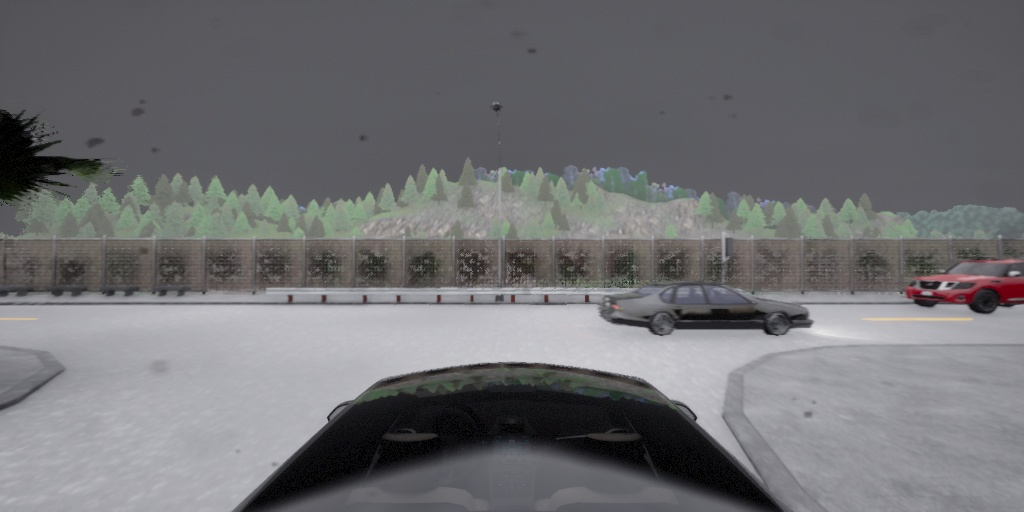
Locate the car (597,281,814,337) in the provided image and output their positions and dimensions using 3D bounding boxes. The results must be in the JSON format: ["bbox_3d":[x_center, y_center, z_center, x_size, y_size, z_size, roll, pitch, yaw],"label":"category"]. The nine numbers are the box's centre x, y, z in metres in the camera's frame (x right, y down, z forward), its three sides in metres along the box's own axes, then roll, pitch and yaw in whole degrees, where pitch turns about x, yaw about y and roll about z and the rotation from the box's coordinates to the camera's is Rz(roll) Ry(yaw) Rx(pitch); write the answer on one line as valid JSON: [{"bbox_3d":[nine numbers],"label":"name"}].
[{"bbox_3d":[5.214,1.421,10.146,5.357,1.411,2.033,0,-1,0],"label":"car"}]

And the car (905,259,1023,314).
[{"bbox_3d":[19.267,1.140,14.277,5.566,2.045,2.150,0,-1,0],"label":"car"}]
